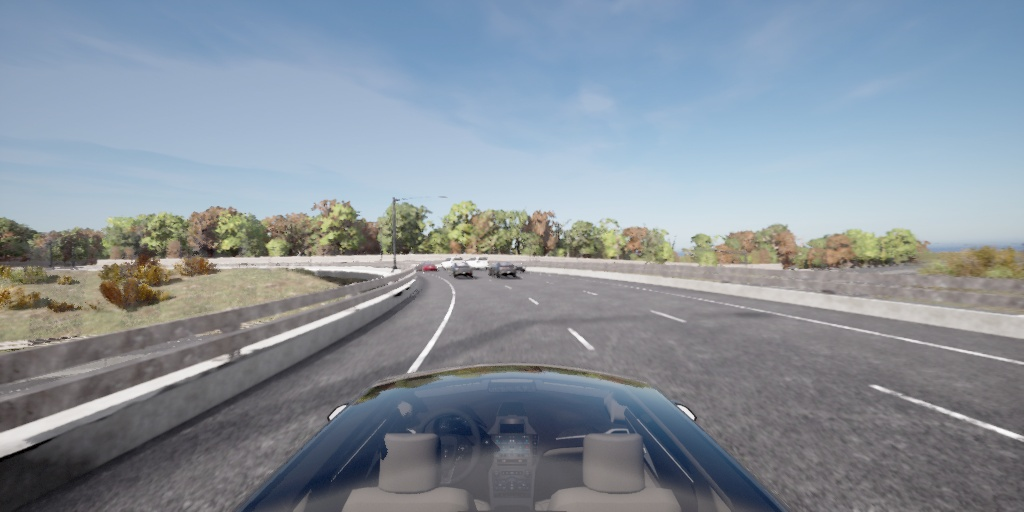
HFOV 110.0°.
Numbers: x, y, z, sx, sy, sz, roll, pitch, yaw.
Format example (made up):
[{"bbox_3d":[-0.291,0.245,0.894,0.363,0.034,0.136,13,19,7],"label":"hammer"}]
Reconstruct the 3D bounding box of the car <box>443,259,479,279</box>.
[{"bbox_3d":[-5.013,1.331,34.423,2.128,1.511,4.902,-1,0,-17],"label":"car"}]

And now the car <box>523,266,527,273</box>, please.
[{"bbox_3d":[-0.066,1.350,41.532,1.895,1.301,4.718,-1,0,-22],"label":"car"}]

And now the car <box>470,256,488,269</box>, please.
[{"bbox_3d":[-5.194,1.063,53.250,2.150,2.045,5.566,-1,0,-27],"label":"car"}]

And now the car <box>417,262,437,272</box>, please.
[{"bbox_3d":[-12.311,1.535,51.785,1.994,1.385,4.181,-1,0,-28],"label":"car"}]

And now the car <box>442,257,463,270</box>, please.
[{"bbox_3d":[-8.565,1.127,52.188,2.150,2.045,5.566,-1,0,-27],"label":"car"}]

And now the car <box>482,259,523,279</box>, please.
[{"bbox_3d":[-0.974,1.255,33.204,2.128,1.511,4.902,-1,0,-16],"label":"car"}]
